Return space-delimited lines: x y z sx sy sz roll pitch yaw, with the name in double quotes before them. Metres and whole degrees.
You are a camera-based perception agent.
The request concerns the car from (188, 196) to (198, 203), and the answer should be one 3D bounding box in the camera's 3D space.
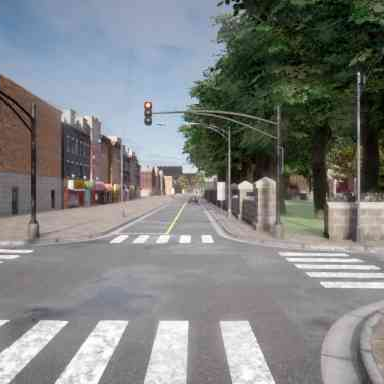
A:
"car" 0.208 1.506 67.028 2.033 1.411 5.357 0 0 -1
